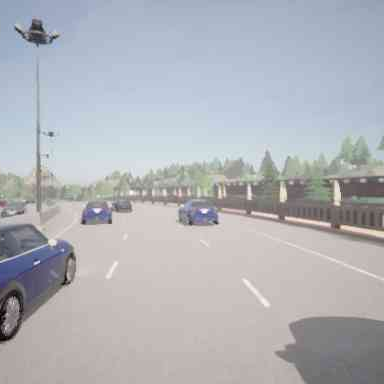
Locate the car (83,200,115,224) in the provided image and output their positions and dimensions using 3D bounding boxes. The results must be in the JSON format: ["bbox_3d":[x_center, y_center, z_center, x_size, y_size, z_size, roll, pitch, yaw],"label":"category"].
[{"bbox_3d":[-7.241,1.380,25.490,2.097,1.767,4.553,0,0,-15],"label":"car"}]

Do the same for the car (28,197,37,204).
[{"bbox_3d":[-32.704,1.736,67.589,2.033,1.411,5.357,0,0,-24],"label":"car"}]

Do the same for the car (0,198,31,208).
[{"bbox_3d":[-16.763,1.621,31.622,1.812,1.442,4.674,0,0,-21],"label":"car"}]

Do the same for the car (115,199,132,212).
[{"bbox_3d":[-8.319,1.514,39.128,2.128,1.511,4.902,0,0,-22],"label":"car"}]

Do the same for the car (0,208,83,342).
[{"bbox_3d":[-3.874,1.367,6.576,2.097,1.767,4.553,0,0,-4],"label":"car"}]

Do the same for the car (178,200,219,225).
[{"bbox_3d":[0.347,1.332,24.126,2.097,1.767,4.553,0,0,-13],"label":"car"}]
